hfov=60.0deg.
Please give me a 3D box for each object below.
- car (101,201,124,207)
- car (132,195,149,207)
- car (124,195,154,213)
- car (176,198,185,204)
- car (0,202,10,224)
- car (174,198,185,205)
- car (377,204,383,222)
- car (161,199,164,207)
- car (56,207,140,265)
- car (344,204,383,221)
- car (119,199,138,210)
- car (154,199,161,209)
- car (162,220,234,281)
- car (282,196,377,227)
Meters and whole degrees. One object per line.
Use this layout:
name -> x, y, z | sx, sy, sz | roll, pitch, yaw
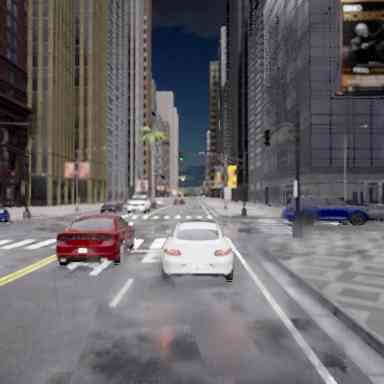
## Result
car -> -9.587, 1.786, 40.258 | 2.033, 1.411, 5.357 | 0, 0, 0
car -> -9.357, 1.624, 60.740 | 2.150, 2.045, 5.566 | 0, 0, 0
car -> -6.339, 1.460, 40.281 | 2.150, 2.045, 5.566 | 0, 0, 1
car -> -2.732, 2.126, 79.834 | 1.994, 1.385, 4.181 | 0, -1, 0
car -> -16.058, 1.527, 24.553 | 4.553, 1.767, 2.097 | -1, 0, 5
car -> -2.799, 2.005, 69.531 | 1.812, 1.442, 4.674 | 0, -1, 0
car -> 13.359, 1.635, 25.100 | 4.181, 1.385, 1.994 | 0, -1, -1
car -> -6.112, 1.922, 59.949 | 1.812, 1.442, 4.674 | 0, 0, 0
car -> -3.217, 1.526, 11.921 | 1.882, 1.535, 5.008 | 0, 0, -3
car -> 15.364, 1.665, 27.872 | 4.313, 1.339, 1.947 | 0, 0, -1
car -> -9.494, 1.840, 50.167 | 1.812, 1.442, 4.674 | 0, 0, 1
car -> -6.246, 1.818, 49.992 | 1.837, 1.490, 4.892 | 0, 0, 1
car -> 0.183, 1.565, 9.863 | 1.812, 1.442, 4.674 | 0, 0, 1
car -> 8.988, 1.279, 22.583 | 5.566, 2.045, 2.150 | 0, -2, 0
